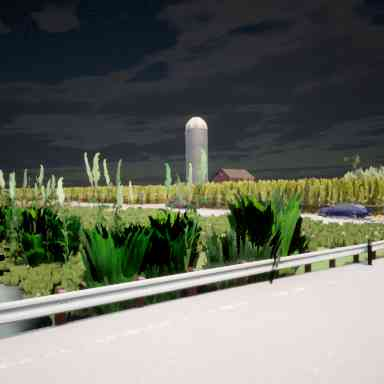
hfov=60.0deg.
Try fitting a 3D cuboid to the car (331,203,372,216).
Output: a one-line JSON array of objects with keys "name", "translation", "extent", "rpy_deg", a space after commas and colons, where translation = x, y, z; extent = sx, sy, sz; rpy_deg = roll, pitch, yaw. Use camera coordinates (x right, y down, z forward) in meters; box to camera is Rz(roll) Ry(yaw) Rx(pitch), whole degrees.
[{"name": "car", "translation": [14.072, 1.746, 30.827], "extent": [1.812, 1.442, 4.674], "rpy_deg": [-1, 1, -41]}]
